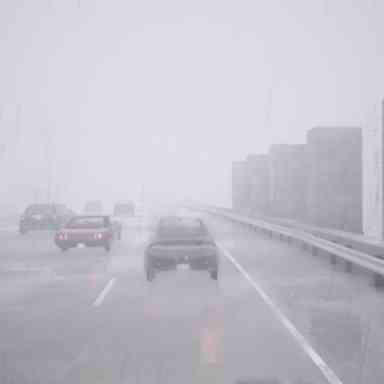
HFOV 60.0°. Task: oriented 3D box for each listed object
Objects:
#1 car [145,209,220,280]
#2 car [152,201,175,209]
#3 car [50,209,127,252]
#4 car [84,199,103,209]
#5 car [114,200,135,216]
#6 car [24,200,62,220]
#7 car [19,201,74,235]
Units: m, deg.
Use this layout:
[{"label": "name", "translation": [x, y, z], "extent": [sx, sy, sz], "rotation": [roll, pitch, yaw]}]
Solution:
[{"label": "car", "translation": [-0.344, 1.494, 9.958], "extent": [2.128, 1.511, 4.902], "rotation": [0, 0, -3]}, {"label": "car", "translation": [-2.416, 1.541, 28.741], "extent": [1.812, 1.442, 4.674], "rotation": [0, 0, -9]}, {"label": "car", "translation": [-4.128, 1.622, 14.076], "extent": [1.895, 1.301, 4.718], "rotation": [0, 0, -5]}, {"label": "car", "translation": [-11.533, 1.538, 39.170], "extent": [1.882, 1.535, 5.008], "rotation": [0, 0, -12]}, {"label": "car", "translation": [-6.622, 1.513, 32.562], "extent": [1.882, 1.535, 5.008], "rotation": [0, 0, -10]}, {"label": "car", "translation": [-13.213, 1.545, 29.750], "extent": [1.882, 1.535, 5.008], "rotation": [0, 0, -10]}, {"label": "car", "translation": [-8.224, 1.393, 19.428], "extent": [2.097, 1.767, 4.553], "rotation": [0, 0, -6]}]
